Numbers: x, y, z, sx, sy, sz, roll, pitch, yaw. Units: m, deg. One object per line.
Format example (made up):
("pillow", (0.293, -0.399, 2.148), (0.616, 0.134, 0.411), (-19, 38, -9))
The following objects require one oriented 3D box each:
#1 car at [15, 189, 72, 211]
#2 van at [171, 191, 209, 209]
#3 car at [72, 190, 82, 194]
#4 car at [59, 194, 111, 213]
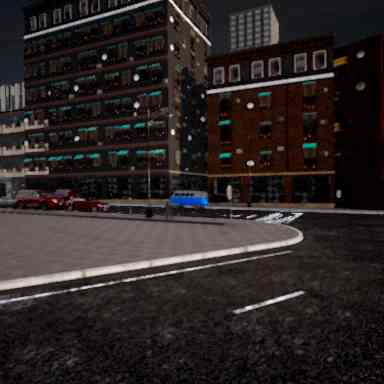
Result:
("car", (-14.067, 0.730, 30.787), (5.009, 1.841, 2.192), (1, 0, 24))
("van", (-0.265, 0.792, 33.771), (3.998, 1.788, 1.690), (1, 0, 24))
("car", (-13.608, 0.866, 33.406), (4.902, 1.511, 2.128), (1, 1, 24))
("car", (-8.934, 1.066, 28.478), (4.206, 1.307, 1.802), (1, 0, 24))
